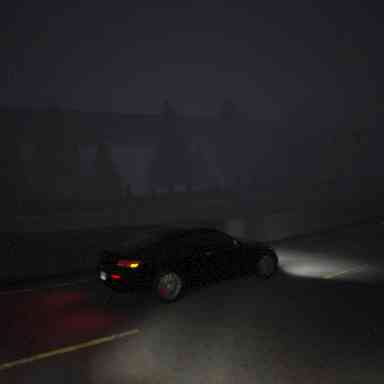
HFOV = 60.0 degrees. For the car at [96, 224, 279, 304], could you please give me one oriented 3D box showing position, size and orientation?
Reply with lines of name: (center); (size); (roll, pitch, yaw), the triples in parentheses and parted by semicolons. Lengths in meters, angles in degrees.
car: (0.072, 1.503, 8.096); (4.674, 1.442, 1.812); (-1, 0, -36)
